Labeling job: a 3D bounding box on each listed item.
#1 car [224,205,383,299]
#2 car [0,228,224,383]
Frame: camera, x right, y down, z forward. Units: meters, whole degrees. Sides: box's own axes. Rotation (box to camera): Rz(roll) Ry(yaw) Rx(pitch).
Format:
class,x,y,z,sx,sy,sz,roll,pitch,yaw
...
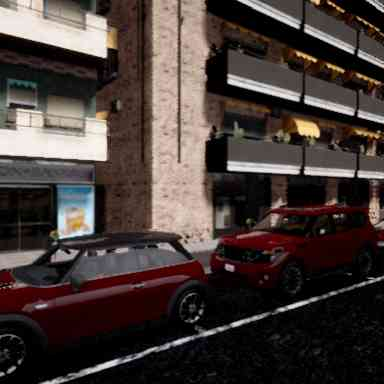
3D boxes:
class,x,y,z,sx,sy,sz,roll,pitch,yaw
car,2.858,1.305,8.608,5.009,1.841,2.192,0,0,-36
car,-1.726,1.440,5.328,4.097,1.590,1.967,0,0,-36
